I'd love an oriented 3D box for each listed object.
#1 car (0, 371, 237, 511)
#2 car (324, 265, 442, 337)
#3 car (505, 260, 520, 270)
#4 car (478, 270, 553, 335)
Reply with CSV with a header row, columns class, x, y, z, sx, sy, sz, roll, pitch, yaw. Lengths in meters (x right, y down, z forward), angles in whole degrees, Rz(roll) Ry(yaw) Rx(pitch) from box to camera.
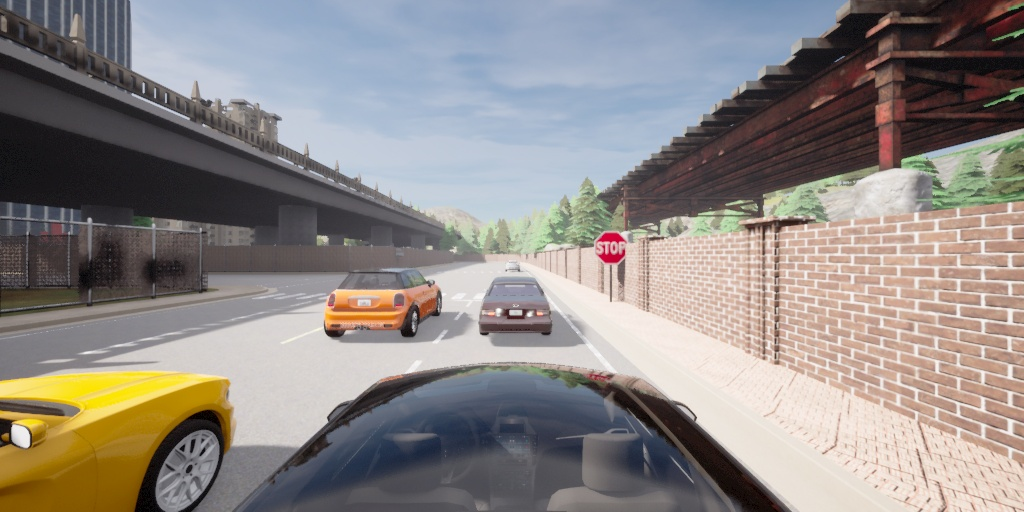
class,x,y,z,sx,sy,sz,roll,pitch,yaw
car,-3.397,1.228,1.155,1.882,1.535,5.008,0,0,0
car,-3.419,1.101,10.413,2.097,1.767,4.553,0,0,0
car,0.085,1.270,46.303,1.812,1.442,4.674,0,0,-1
car,0.082,1.296,10.434,2.033,1.411,5.357,0,0,0
